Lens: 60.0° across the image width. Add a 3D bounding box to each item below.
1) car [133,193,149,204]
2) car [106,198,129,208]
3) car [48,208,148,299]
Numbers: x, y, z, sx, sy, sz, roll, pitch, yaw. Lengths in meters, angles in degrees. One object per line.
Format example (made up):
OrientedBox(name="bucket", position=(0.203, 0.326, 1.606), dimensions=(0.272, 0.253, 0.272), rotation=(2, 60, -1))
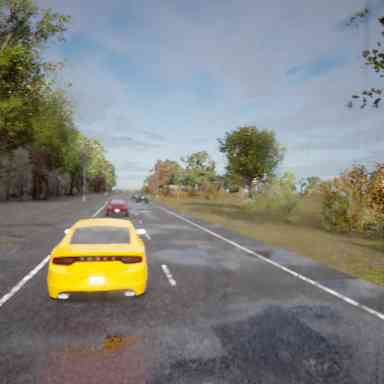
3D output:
OrientedBox(name="car", position=(-8.202, 0.963, 54.644), dimensions=(2.097, 1.767, 4.553), rotation=(1, 0, -12))
OrientedBox(name="car", position=(-6.344, 1.275, 28.420), dimensions=(1.812, 1.442, 4.674), rotation=(1, 0, -12))
OrientedBox(name="car", position=(-2.177, 1.396, 8.313), dimensions=(1.882, 1.535, 5.008), rotation=(1, 0, -12))
